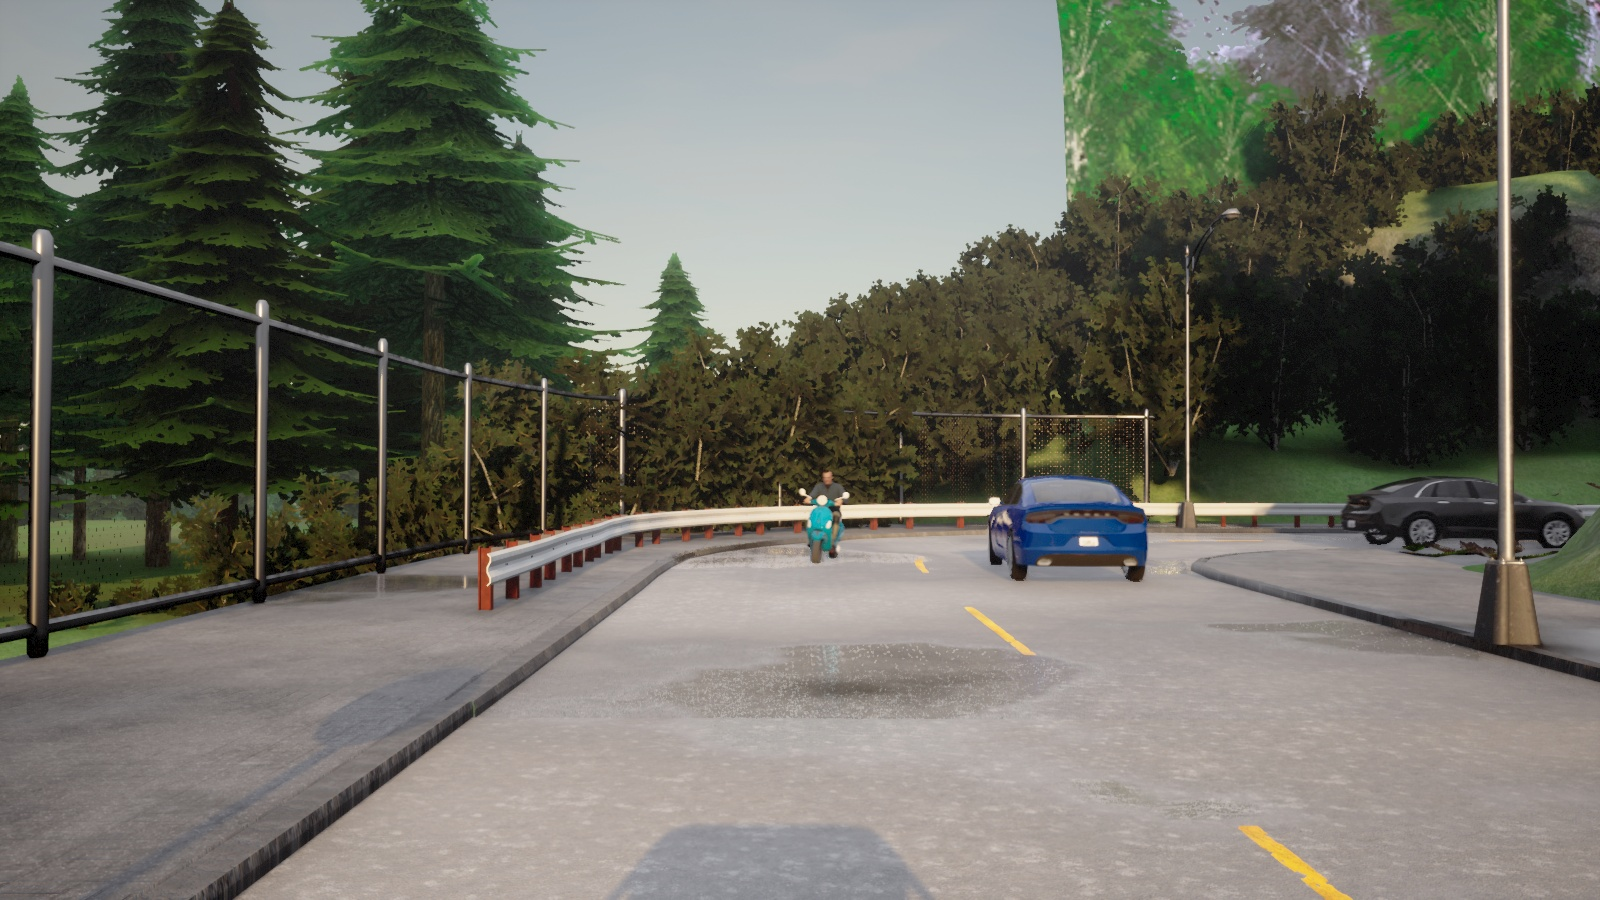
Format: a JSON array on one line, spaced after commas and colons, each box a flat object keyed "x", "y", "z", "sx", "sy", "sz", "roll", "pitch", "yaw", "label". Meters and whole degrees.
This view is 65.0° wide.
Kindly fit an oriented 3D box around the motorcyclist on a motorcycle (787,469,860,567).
[{"x": 0.430, "y": 1.131, "z": 21.642, "sx": 0.866, "sy": 1.590, "sz": 1.817, "roll": 1, "pitch": -1, "yaw": 13, "label": "motorcyclist on a motorcycle"}]

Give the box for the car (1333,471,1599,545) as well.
[{"x": 14.143, "y": 1.209, "z": 26.621, "sx": 4.892, "sy": 1.490, "sz": 1.837, "roll": 0, "pitch": -1, "yaw": -3, "label": "car"}]

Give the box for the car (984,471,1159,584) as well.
[{"x": 4.071, "y": 1.106, "z": 19.644, "sx": 1.882, "sy": 1.535, "sz": 5.008, "roll": 0, "pitch": -1, "yaw": 3, "label": "car"}]
